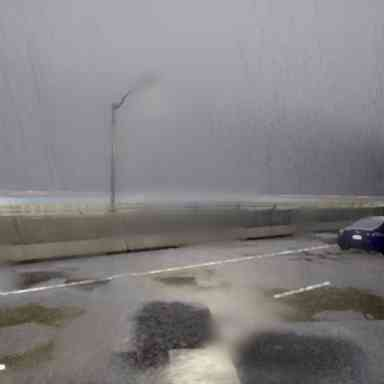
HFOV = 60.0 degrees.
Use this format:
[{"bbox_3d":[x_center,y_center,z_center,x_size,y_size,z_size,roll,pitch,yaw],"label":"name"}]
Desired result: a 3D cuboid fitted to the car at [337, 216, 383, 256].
[{"bbox_3d":[7.894,1.700,13.741,4.181,1.385,1.994,1,0,-35],"label":"car"}]
